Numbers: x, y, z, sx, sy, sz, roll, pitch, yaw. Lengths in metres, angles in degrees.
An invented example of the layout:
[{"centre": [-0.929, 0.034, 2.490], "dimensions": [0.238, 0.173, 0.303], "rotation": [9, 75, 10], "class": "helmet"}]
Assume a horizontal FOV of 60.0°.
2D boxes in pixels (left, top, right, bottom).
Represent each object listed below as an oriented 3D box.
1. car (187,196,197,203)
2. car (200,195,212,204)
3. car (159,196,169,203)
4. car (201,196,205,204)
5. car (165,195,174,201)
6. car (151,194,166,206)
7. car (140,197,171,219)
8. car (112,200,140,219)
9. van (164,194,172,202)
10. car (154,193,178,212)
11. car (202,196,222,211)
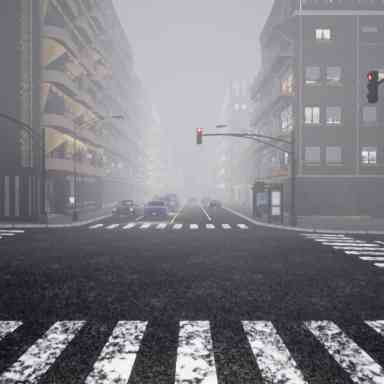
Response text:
[{"centre": [0.051, 1.561, 69.704], "dimensions": [1.994, 1.385, 4.181], "rotation": [0, 0, 0], "class": "car"}, {"centre": [2.644, 1.437, 63.035], "dimensions": [1.967, 1.590, 4.097], "rotation": [0, 0, 0], "class": "car"}, {"centre": [-5.740, 1.522, 68.503], "dimensions": [1.752, 1.417, 4.829], "rotation": [0, 0, 0], "class": "car"}, {"centre": [2.656, 1.542, 46.118], "dimensions": [1.887, 1.381, 4.507], "rotation": [0, 0, 0], "class": "car"}, {"centre": [-5.751, 1.546, 85.590], "dimensions": [2.008, 1.369, 4.403], "rotation": [0, 0, 0], "class": "car"}, {"centre": [-5.733, 1.312, 57.395], "dimensions": [2.192, 1.841, 5.009], "rotation": [0, 0, 0], "class": "car"}, {"centre": [-3.108, 1.475, 29.285], "dimensions": [1.882, 1.535, 5.008], "rotation": [0, 0, -1], "class": "car"}, {"centre": [-5.713, 1.438, 29.202], "dimensions": [1.967, 1.590, 4.097], "rotation": [0, 0, 0], "class": "car"}, {"centre": [-5.748, 1.337, 79.951], "dimensions": [1.690, 1.788, 3.998], "rotation": [0, 0, 0], "class": "van"}, {"centre": [-3.114, 1.349, 38.913], "dimensions": [2.097, 1.767, 4.553], "rotation": [0, 0, 0], "class": "car"}, {"centre": [2.660, 1.548, 40.480], "dimensions": [2.008, 1.369, 4.403], "rotation": [0, 0, 0], "class": "car"}]
